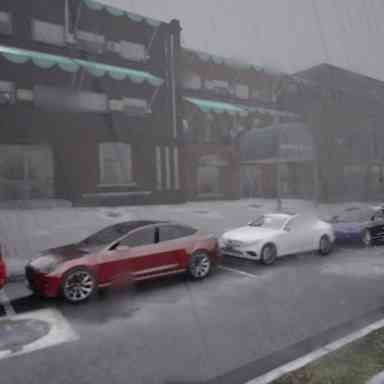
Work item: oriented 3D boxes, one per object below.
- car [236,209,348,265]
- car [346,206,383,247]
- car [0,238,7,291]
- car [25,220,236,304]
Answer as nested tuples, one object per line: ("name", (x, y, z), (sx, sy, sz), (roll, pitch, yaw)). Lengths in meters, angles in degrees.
("car", (3.063, 1.455, 11.536), (4.674, 1.452, 2.002), (-1, 0, -35))
("car", (7.573, 1.399, 14.712), (4.792, 1.488, 2.163), (-1, 0, -35))
("car", (-6.032, 1.246, 5.128), (5.566, 2.045, 2.435), (0, 0, -35))
("car", (-1.497, 1.488, 8.322), (4.792, 1.488, 2.163), (-1, 0, -35))
